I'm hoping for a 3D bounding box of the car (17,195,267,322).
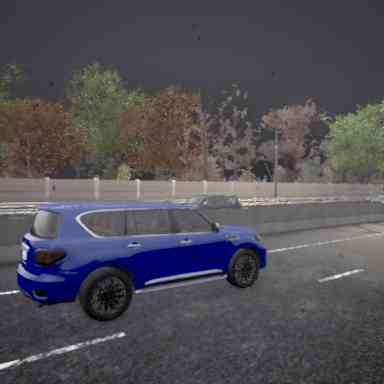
[{"bbox_3d":[-0.799,1.208,7.480,5.566,2.045,2.150,0,0,-35],"label":"car"}]

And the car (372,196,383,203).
[{"bbox_3d":[29.544,1.383,50.786,5.357,1.411,2.033,0,0,-35],"label":"car"}]

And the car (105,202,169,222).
[{"bbox_3d":[-4.376,1.560,26.667,4.718,1.301,1.895,0,0,-35],"label":"car"}]

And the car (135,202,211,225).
[{"bbox_3d":[-1.338,1.502,24.532,5.357,1.411,2.033,0,0,-35],"label":"car"}]
